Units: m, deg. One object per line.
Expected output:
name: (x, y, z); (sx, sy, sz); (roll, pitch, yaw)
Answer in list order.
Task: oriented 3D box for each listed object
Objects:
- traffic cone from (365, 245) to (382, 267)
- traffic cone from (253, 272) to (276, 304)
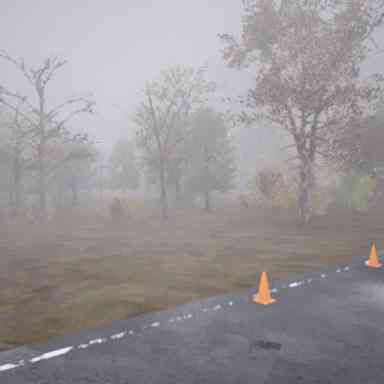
traffic cone: (5.343, 1.864, 9.779); (0.340, 0.580, 0.340); (-1, 0, -39)
traffic cone: (1.463, 1.909, 6.737); (0.340, 0.580, 0.340); (-1, 0, -37)
